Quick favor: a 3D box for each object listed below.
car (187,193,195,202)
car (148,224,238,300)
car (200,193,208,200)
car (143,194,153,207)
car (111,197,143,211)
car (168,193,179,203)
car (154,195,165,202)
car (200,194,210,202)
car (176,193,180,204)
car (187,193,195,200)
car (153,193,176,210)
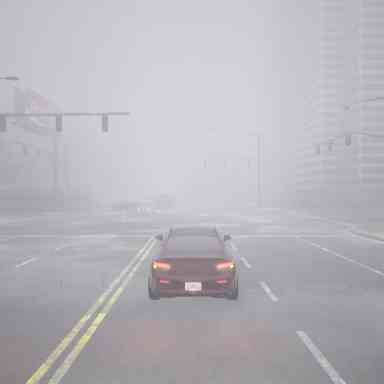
[{"bbox_3d":[-0.308,1.584,78.440,1.895,1.301,4.718,0,0,0],"label":"car"},{"bbox_3d":[0.033,1.526,8.264,1.812,1.442,4.674,0,0,0],"label":"car"},{"bbox_3d":[3.152,1.184,88.360,2.097,1.767,4.553,0,0,0],"label":"car"},{"bbox_3d":[-7.295,1.526,51.817,1.812,1.442,4.674,0,0,0],"label":"car"},{"bbox_3d":[-8.046,1.601,40.381,1.895,1.301,4.718,0,0,12],"label":"car"},{"bbox_3d":[-3.771,1.225,69.153,2.150,2.045,5.566,0,0,0],"label":"car"},{"bbox_3d":[-7.294,1.525,74.958,2.128,1.511,4.902,0,0,0],"label":"car"},{"bbox_3d":[3.193,1.515,78.072,2.128,1.511,4.902,0,0,0],"label":"car"},{"bbox_3d":[-3.804,1.220,58.074,2.150,2.045,5.566,0,0,0],"label":"car"},{"bbox_3d":[-0.348,1.184,88.345,2.097,1.767,4.553,0,0,0],"label":"car"},{"bbox_3d":[-3.613,1.223,44.113,2.150,2.045,5.566,0,0,-3],"label":"car"}]
